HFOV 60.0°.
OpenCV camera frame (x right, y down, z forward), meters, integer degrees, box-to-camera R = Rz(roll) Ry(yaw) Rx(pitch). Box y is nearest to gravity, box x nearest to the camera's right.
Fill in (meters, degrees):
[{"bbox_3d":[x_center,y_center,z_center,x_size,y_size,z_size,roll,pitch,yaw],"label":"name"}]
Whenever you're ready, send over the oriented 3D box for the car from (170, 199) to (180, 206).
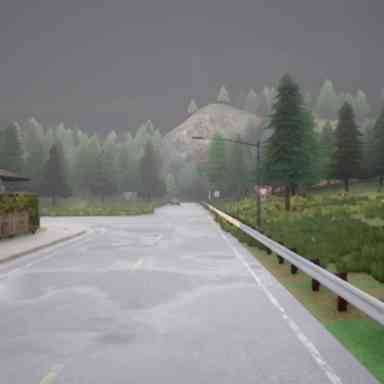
[{"bbox_3d":[-3.521,2.144,69.226,1.837,1.490,4.892,0,-1,0],"label":"car"}]
